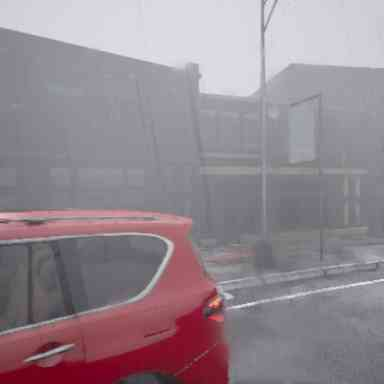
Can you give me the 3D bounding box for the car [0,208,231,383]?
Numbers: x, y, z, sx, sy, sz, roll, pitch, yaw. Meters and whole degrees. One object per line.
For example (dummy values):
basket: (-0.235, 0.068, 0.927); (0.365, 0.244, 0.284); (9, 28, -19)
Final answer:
car: (-2.270, 1.193, 2.248); (5.566, 2.045, 2.150); (0, 0, -34)
